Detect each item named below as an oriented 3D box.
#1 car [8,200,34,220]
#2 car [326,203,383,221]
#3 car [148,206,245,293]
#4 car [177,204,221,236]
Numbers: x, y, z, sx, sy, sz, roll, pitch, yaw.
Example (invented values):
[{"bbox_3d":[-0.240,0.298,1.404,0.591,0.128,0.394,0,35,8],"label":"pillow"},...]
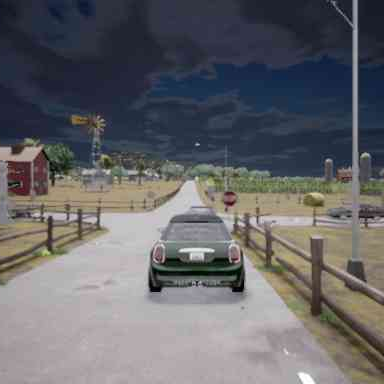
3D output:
[{"bbox_3d":[-15.241,1.352,26.632,4.892,1.490,1.837,1,2,2],"label":"car"},{"bbox_3d":[14.482,1.717,29.524,4.892,1.490,1.837,1,2,0],"label":"car"},{"bbox_3d":[0.102,1.352,9.015,2.097,1.767,4.553,0,0,0],"label":"car"},{"bbox_3d":[0.579,1.546,19.786,2.033,1.411,5.357,0,0,8],"label":"car"}]
